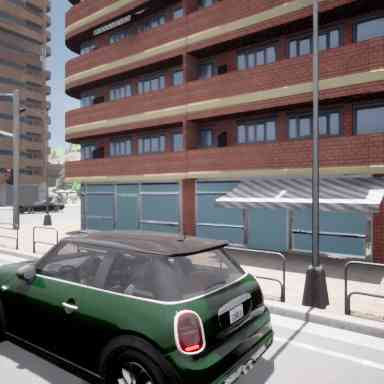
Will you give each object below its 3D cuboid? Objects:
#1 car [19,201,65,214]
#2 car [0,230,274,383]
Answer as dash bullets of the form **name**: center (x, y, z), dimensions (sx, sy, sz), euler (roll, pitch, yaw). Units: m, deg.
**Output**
- **car**: center (-16.242, 1.601, 35.687), dimensions (1.895, 1.301, 4.718), euler (0, 0, 36)
- **car**: center (-1.241, 1.352, 4.879), dimensions (4.553, 1.767, 2.097), euler (0, 0, 36)
